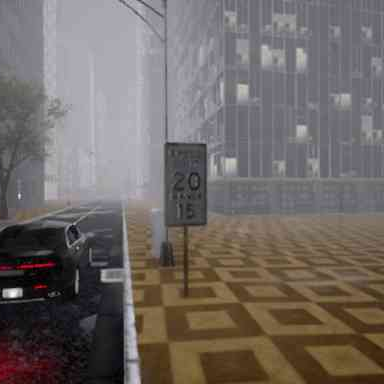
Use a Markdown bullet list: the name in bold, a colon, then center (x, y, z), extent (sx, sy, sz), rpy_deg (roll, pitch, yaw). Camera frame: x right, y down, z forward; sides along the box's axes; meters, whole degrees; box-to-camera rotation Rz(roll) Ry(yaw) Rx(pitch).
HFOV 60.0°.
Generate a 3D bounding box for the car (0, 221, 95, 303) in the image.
- **car**: center (-3.542, 1.456, 8.026), extent (1.837, 1.490, 4.892), rpy_deg (0, 0, -12)
